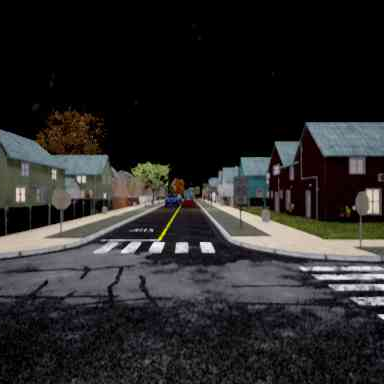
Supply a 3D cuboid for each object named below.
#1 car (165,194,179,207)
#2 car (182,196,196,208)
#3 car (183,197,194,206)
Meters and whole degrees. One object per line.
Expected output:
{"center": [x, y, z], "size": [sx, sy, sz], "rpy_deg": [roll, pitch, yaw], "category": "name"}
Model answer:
{"center": [-3.324, 1.374, 55.763], "size": [2.150, 2.045, 5.566], "rpy_deg": [0, 0, -1], "category": "car"}
{"center": [-0.532, 1.477, 51.620], "size": [2.097, 1.767, 4.553], "rpy_deg": [0, 0, -1], "category": "car"}
{"center": [-0.634, 1.710, 61.652], "size": [1.812, 1.442, 4.674], "rpy_deg": [0, 0, -1], "category": "car"}
